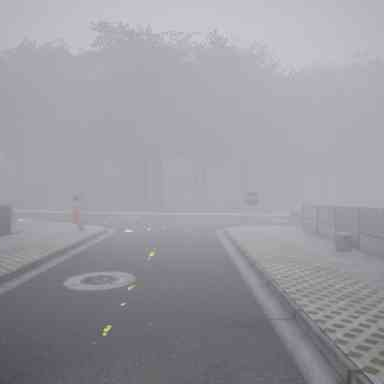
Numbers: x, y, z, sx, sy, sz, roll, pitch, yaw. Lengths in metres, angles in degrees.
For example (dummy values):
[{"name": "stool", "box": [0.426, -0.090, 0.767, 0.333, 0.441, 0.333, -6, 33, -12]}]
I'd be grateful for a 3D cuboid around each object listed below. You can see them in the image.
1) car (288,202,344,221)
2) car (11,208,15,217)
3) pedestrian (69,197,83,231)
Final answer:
[{"name": "car", "box": [10.246, 1.545, 27.080, 4.674, 1.442, 1.812, 0, 1, 0]}, {"name": "car", "box": [-15.146, 1.333, 24.050, 4.181, 1.385, 1.994, 1, 1, 0]}, {"name": "pedestrian", "box": [-6.158, 1.132, 17.797, 0.375, 1.860, 0.375, -1, 1, 0]}]
